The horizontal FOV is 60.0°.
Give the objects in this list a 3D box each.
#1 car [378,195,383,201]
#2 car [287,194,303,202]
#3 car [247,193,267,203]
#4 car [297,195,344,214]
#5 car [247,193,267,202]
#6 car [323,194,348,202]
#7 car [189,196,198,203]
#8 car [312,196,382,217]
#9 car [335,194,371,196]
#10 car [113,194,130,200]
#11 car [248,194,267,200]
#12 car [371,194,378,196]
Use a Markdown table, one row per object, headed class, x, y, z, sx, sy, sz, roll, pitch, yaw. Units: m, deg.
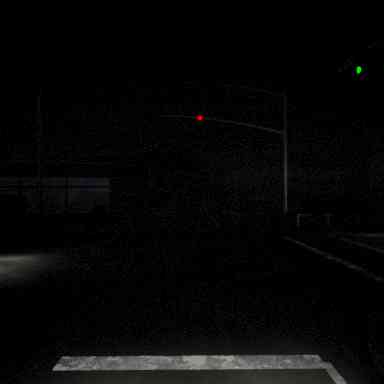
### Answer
| class | x | y | z | sx | sy | sz | roll | pitch | yaw |
| --- | --- | --- | --- | --- | --- | --- | --- | --- | --- |
| car | 38.692 | 1.154 | 62.617 | 5.027 | 1.636 | 2.152 | 0 | 0 | 0 |
| car | 21.296 | 1.097 | 65.689 | 4.605 | 1.855 | 1.932 | 0 | 0 | 0 |
| car | 12.817 | 1.361 | 65.618 | 3.806 | 1.475 | 1.970 | 0 | 0 | 0 |
| car | 13.001 | 1.330 | 31.361 | 5.027 | 1.636 | 2.152 | 0 | 0 | 0 |
| car | 13.416 | 1.077 | 68.945 | 3.866 | 1.878 | 1.905 | 0 | 0 | 0 |
| car | 31.281 | 1.298 | 72.669 | 4.514 | 1.523 | 2.007 | 0 | 0 | 0 |
| car | 0.239 | 1.547 | 69.640 | 2.033 | 1.411 | 5.357 | 0 | 0 | 0 |
| car | 13.066 | 1.340 | 28.225 | 4.514 | 1.523 | 2.007 | 0 | 0 | 0 |
| car | 20.629 | 1.320 | 43.237 | 3.633 | 1.501 | 1.845 | 0 | 0 | 0 |
| car | -19.447 | 1.333 | 91.533 | 4.674 | 1.442 | 1.812 | 0 | 0 | 0 |
| car | 18.088 | 1.334 | 91.576 | 4.902 | 1.511 | 2.128 | 0 | 0 | 0 |
| car | 38.344 | 1.232 | 69.034 | 3.806 | 1.475 | 1.970 | 0 | 0 | 0 |
